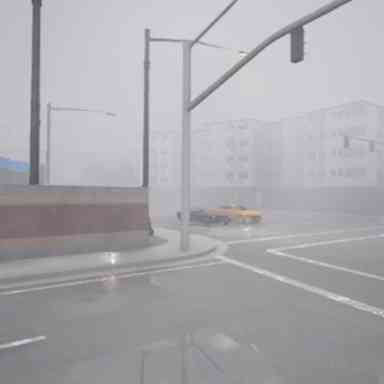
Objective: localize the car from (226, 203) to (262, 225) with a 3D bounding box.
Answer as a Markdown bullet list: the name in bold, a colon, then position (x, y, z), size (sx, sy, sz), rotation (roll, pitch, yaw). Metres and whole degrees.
- **car**: position (3.489, 1.713, 26.994), size (1.882, 1.535, 5.008), rotation (1, 0, -35)

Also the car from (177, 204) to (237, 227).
- **car**: position (0.852, 1.792, 24.718), size (1.895, 1.301, 4.718), rotation (1, 0, -35)
